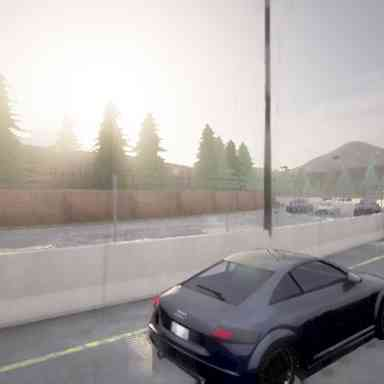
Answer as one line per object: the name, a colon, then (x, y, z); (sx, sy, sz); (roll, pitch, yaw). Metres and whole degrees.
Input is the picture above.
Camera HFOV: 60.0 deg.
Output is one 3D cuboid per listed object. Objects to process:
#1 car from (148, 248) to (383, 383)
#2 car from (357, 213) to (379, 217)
car: (1.443, 1.590, 5.108); (4.181, 1.385, 1.994); (0, 0, -38)
car: (17.434, 1.512, 32.914); (2.097, 1.767, 4.553); (0, 0, 33)
